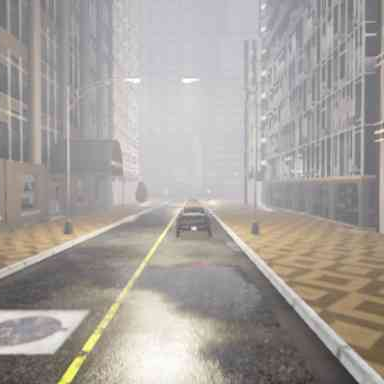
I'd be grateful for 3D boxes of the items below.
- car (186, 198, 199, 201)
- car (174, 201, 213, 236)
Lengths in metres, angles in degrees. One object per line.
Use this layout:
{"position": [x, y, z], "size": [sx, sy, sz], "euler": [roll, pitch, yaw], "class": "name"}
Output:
{"position": [0.096, 1.446, 39.053], "size": [1.882, 1.535, 5.008], "euler": [0, 0, 0], "class": "car"}
{"position": [0.097, 1.487, 18.313], "size": [1.837, 1.490, 4.892], "euler": [0, 0, 0], "class": "car"}
